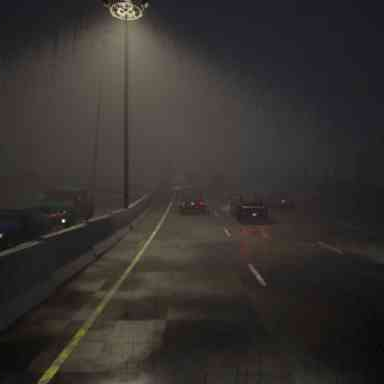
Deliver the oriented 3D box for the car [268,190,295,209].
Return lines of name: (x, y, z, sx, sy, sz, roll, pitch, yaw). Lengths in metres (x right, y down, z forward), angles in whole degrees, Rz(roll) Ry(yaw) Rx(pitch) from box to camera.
car: (6.973, 0.491, 27.348, 1.994, 1.385, 4.181, 0, 5, 0)

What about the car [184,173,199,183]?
car: (-0.069, -2.173, 50.496, 1.837, 1.490, 4.892, 0, 7, 0)

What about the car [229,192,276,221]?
car: (3.532, 0.904, 21.244, 2.128, 1.511, 4.902, 0, 4, 0)

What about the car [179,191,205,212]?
car: (0.017, 0.641, 25.477, 2.033, 1.411, 5.357, 0, 5, 0)

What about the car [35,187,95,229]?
car: (-7.058, 0.804, 18.384, 2.150, 2.045, 5.566, 0, 3, 0)

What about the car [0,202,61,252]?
car: (-7.039, 1.362, 12.922, 1.812, 1.442, 4.674, 0, 2, 0)

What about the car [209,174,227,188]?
car: (3.451, -1.585, 44.095, 2.097, 1.767, 4.553, 0, 7, 0)
